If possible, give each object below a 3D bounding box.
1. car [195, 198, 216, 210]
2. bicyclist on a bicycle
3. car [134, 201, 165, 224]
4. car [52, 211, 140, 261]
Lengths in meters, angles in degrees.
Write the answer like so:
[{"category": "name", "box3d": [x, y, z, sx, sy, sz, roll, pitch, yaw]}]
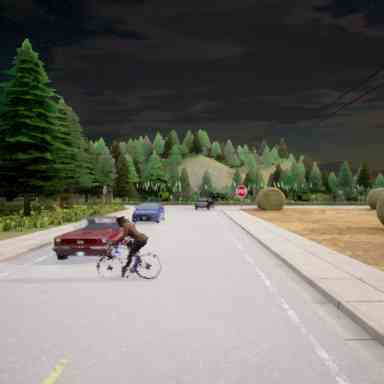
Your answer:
[{"category": "car", "box3d": [1.767, 1.488, 42.915, 2.128, 1.511, 4.902, 0, 0, 16]}, {"category": "bicyclist on a bicycle", "box3d": [-1.612, 1.453, 8.448, 1.656, 1.620, 0.582, -2, 0, 1]}, {"category": "car", "box3d": [-3.156, 1.478, 24.944, 1.882, 1.535, 5.008, 0, 0, 1]}, {"category": "car", "box3d": [-3.398, 1.601, 12.450, 1.895, 1.301, 4.718, 0, 0, 1]}]
